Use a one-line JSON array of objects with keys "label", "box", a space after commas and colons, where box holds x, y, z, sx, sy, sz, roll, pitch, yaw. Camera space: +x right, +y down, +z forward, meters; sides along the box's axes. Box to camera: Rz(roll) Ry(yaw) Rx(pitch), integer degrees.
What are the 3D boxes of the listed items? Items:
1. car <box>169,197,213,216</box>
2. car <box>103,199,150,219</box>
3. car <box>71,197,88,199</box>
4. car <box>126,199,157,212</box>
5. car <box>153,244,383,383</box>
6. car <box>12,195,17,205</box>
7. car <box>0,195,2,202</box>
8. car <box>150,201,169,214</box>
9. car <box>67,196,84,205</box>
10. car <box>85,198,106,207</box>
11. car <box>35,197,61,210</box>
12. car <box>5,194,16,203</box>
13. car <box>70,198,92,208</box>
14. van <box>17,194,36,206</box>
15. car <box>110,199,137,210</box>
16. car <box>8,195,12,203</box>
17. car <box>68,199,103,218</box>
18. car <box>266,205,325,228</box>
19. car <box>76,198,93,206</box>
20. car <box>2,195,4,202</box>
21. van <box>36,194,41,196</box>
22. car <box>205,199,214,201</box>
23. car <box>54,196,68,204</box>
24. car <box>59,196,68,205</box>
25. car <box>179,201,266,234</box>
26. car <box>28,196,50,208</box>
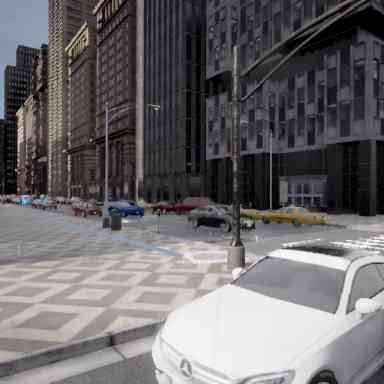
[{"label": "car", "box": [0.271, 1.398, 31.819, 2.192, 1.841, 5.009, 0, 0, -35]}, {"label": "car", "box": [-6.150, 1.547, 30.753, 1.882, 1.535, 5.008, 0, -1, -35]}, {"label": "car", "box": [-13.394, 1.668, 41.041, 1.994, 1.385, 4.181, 0, 0, -36]}, {"label": "car", "box": [-6.301, 1.639, 41.102, 1.752, 1.417, 4.829, 0, 0, -35]}, {"label": "car", "box": [1.673, 1.526, 4.552, 4.674, 1.442, 1.812, 0, 1, -41]}, {"label": "car", "box": [-32.473, 1.705, 63.318, 1.752, 1.417, 4.829, 0, 0, -35]}, {"label": "car", "box": [-45.519, 1.690, 81.746, 1.967, 1.590, 4.097, 0, 0, -35]}, {"label": "car", "box": [-2.965, 1.643, 36.391, 1.887, 1.381, 4.507, 0, 0, -35]}, {"label": "car", "box": [-22.385, 1.634, 63.823, 1.967, 1.590, 4.097, 0, 0, -35]}, {"label": "car", "box": [-15.912, 1.727, 54.679, 1.947, 1.339, 4.313, 0, 0, -35]}, {"label": "car", "box": [-19.624, 1.696, 45.168, 1.802, 1.307, 4.206, 0, 0, -35]}, {"label": "car", "box": [-39.046, 1.530, 72.602, 2.192, 1.841, 5.009, 0, 0, -35]}, {"label": "car", "box": [-17.517, 1.654, 52.343, 1.837, 1.490, 4.892, 0, 0, -35]}, {"label": "van", "box": [-29.335, 1.505, 58.885, 1.690, 1.788, 3.998, 0, 0, -35]}, {"label": "car", "box": [-9.439, 1.680, 45.535, 2.008, 1.369, 4.403, 0, 0, -35]}, {"label": "car", "box": [-35.808, 1.779, 68.029, 1.802, 1.307, 4.206, 0, 0, -35]}, {"label": "car", "box": [-9.913, 1.612, 31.451, 1.887, 1.381, 4.507, 0, 0, -35]}, {"label": "car", "box": [6.647, 1.578, 22.814, 1.752, 1.417, 4.829, 0, 0, -35]}, {"label": "car", "box": [-19.149, 1.759, 59.251, 1.802, 1.307, 4.206, 0, 0, -35]}, {"label": "car", "box": [-42.282, 1.814, 77.174, 1.802, 1.307, 4.206, 0, 0, -35]}, {"label": "van", "box": [-38.570, 1.622, 86.684, 1.690, 1.788, 3.998, 0, 0, -35]}, {"label": "car", "box": [3.410, 1.593, 27.386, 1.752, 1.417, 4.829, 0, 0, -35]}, {"label": "car", "box": [-28.859, 1.668, 72.967, 1.967, 1.590, 4.097, 0, 0, -35]}, {"label": "car", "box": [-23.536, 1.780, 60.842, 1.895, 1.301, 4.718, 0, 0, -36]}, {"label": "car", "box": [1.642, 1.525, 19.740, 2.128, 1.511, 4.902, 0, 0, -35]}, {"label": "car", "box": [-22.860, 1.712, 49.740, 1.802, 1.307, 4.206, 0, 0, -35]}]
